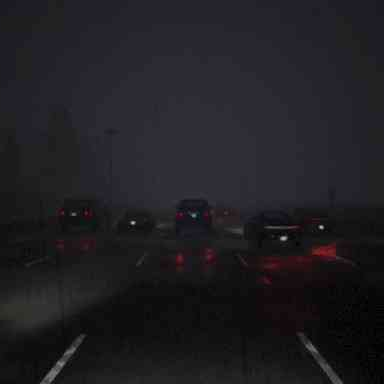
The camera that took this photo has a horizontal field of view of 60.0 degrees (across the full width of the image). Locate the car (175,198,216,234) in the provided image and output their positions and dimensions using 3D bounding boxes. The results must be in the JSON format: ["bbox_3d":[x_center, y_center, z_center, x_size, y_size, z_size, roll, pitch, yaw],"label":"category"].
[{"bbox_3d":[0.098,1.417,20.919,2.150,2.045,5.566,0,-1,0],"label":"car"}]

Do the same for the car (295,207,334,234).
[{"bbox_3d":[7.099,1.699,20.673,1.837,1.490,4.892,0,-1,0],"label":"car"}]

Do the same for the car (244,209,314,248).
[{"bbox_3d":[3.599,1.637,15.489,2.128,1.511,4.902,0,-1,0],"label":"car"}]

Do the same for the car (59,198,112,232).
[{"bbox_3d":[-6.902,1.429,22.081,2.150,2.045,5.566,0,-1,0],"label":"car"}]

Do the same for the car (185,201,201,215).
[{"bbox_3d":[0.083,1.896,39.667,1.812,1.442,4.674,0,0,0],"label":"car"}]

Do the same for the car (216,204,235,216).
[{"bbox_3d":[3.600,1.952,37.514,1.895,1.301,4.718,0,-1,0],"label":"car"}]

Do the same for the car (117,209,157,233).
[{"bbox_3d":[-3.401,1.763,21.188,1.994,1.385,4.181,0,-1,0],"label":"car"}]
